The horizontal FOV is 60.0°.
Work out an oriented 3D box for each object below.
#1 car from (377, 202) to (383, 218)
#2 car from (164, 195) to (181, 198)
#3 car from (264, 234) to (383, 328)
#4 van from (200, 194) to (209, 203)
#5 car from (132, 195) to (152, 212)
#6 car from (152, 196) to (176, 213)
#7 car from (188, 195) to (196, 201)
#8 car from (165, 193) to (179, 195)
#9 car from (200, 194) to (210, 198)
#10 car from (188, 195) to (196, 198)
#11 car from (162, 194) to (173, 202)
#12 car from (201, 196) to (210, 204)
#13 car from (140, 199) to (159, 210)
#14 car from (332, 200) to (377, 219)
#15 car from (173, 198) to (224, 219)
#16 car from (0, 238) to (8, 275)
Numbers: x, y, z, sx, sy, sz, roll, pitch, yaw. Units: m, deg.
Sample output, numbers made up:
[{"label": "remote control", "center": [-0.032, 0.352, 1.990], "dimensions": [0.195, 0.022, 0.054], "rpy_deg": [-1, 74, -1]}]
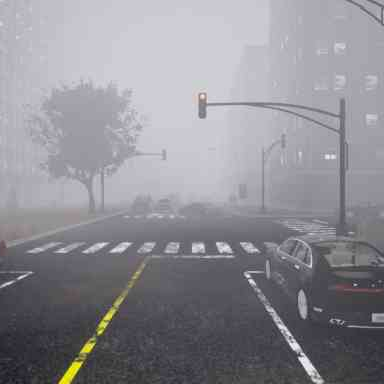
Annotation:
[{"label": "car", "center": [16.461, 1.235, 23.761], "dimensions": [5.008, 1.535, 1.882], "rpy_deg": [-1, 0, -1]}, {"label": "car", "center": [-3.104, 1.521, 48.140], "dimensions": [2.128, 1.511, 4.902], "rpy_deg": [0, 0, 0]}, {"label": "car", "center": [2.688, 1.551, 6.902], "dimensions": [2.008, 1.369, 4.403], "rpy_deg": [0, 0, 0]}, {"label": "van", "center": [2.674, 1.402, 72.428], "dimensions": [1.690, 1.788, 3.998], "rpy_deg": [0, 0, 0]}, {"label": "car", "center": [-5.700, 1.336, 39.288], "dimensions": [2.192, 1.841, 5.009], "rpy_deg": [0, 0, 0]}, {"label": "car", "center": [-3.106, 1.525, 37.933], "dimensions": [1.837, 1.490, 4.892], "rpy_deg": [0, 0, 0]}, {"label": "car", "center": [-0.015, 1.447, 79.033], "dimensions": [1.812, 1.442, 4.674], "rpy_deg": [0, 0, 0]}, {"label": "car", "center": [-3.097, 1.263, 58.718], "dimensions": [2.150, 2.045, 5.566], "rpy_deg": [0, 0, -1]}, {"label": "car", "center": [2.677, 1.611, 61.381], "dimensions": [1.947, 1.339, 4.313], "rpy_deg": [0, 0, 0]}, {"label": "car", "center": [-0.015, 1.656, 69.056], "dimensions": [1.895, 1.301, 4.718], "rpy_deg": [0, 0, 0]}, {"label": "car", "center": [-5.708, 1.386, 77.948], "dimensions": [2.192, 1.841, 5.009], "rpy_deg": [0, 0, 0]}, {"label": "car", "center": [2.676, 1.578, 67.074], "dimensions": [1.752, 1.417, 4.829], "rpy_deg": [0, 0, 0]}, {"label": "car", "center": [-5.701, 1.592, 44.811], "dimensions": [1.947, 1.339, 4.313], "rpy_deg": [0, 0, 0]}, {"label": "car", "center": [13.421, 1.350, 26.310], "dimensions": [4.403, 1.369, 2.008], "rpy_deg": [-1, 1, -1]}, {"label": "car", "center": [0.651, 1.559, 28.854], "dimensions": [2.033, 1.411, 5.357], "rpy_deg": [0, 0, -28]}, {"label": "car", "center": [-5.692, 1.545, 6.900], "dimensions": [1.887, 1.381, 4.507], "rpy_deg": [0, 0, 0]}]
